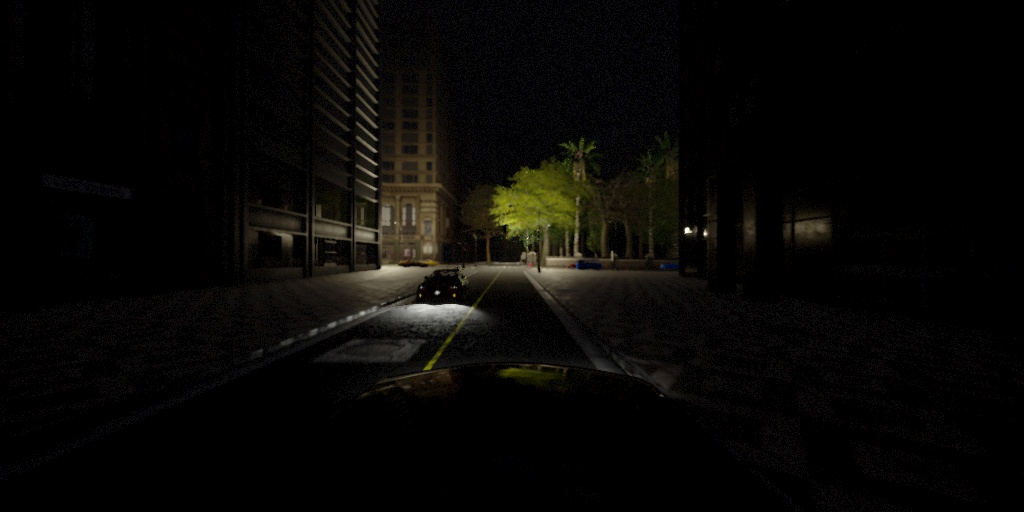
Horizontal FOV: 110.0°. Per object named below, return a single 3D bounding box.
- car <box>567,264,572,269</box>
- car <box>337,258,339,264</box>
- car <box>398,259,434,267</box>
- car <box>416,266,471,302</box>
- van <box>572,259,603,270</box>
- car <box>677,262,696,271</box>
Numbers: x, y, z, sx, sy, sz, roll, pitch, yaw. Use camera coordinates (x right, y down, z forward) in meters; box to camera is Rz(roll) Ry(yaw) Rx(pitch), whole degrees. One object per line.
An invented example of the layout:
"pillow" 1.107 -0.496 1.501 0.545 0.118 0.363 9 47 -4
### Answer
"car" 11.851 1.717 63.897 4.207 1.307 1.802 0 0 0
"car" -26.423 0.961 55.496 4.829 1.417 1.751 0 0 0
"car" -15.083 1.146 55.459 4.829 1.417 1.751 0 0 0
"car" -3.110 1.334 16.904 1.994 1.385 4.181 0 0 0
"van" 11.835 1.411 55.371 3.998 1.789 1.690 0 0 0
"car" 28.405 1.926 55.317 4.207 1.307 1.802 0 0 0
